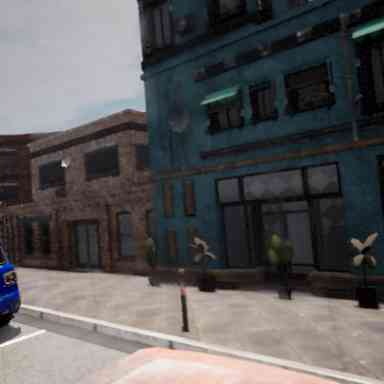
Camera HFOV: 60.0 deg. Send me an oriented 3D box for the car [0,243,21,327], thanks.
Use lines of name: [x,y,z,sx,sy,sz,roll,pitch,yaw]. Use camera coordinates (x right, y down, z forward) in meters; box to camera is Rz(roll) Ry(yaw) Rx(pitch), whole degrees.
car: [-6.213,2.168,7.736,5.566,2.045,2.435,-6,-3,36]
